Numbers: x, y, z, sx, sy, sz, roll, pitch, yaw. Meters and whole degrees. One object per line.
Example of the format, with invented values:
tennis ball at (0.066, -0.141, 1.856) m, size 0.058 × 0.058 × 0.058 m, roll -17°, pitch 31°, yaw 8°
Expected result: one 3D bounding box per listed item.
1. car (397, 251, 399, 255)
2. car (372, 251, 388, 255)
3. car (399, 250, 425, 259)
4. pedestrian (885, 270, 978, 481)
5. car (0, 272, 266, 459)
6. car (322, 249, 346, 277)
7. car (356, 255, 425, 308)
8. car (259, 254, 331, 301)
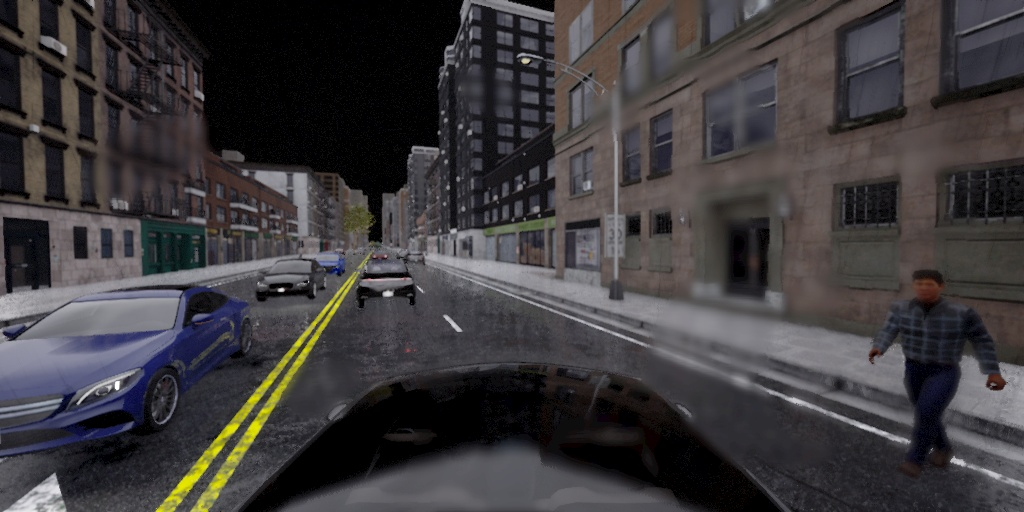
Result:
car at (-14.487, -0.162, 48.514) m, size 1.994 × 1.385 × 4.181 m, roll -1°, pitch 2°, yaw -20°
car at (-16.317, 0.023, 44.327) m, size 1.895 × 1.301 × 4.718 m, roll -1°, pitch 2°, yaw -21°
car at (-9.959, 0.151, 36.471) m, size 2.128 × 1.511 × 4.902 m, roll -1°, pitch 2°, yaw -20°
pedestrian at (3.629, 0.984, 3.123) m, size 0.375 × 1.860 × 0.375 m, roll 0°, pitch 1°, yaw -21°
car at (-5.274, 1.190, 5.106) m, size 1.812 × 1.442 × 4.674 m, roll -1°, pitch 2°, yaw -22°
car at (-12.594, 0.538, 24.630) m, size 1.882 × 1.535 × 5.008 m, roll -1°, pitch 2°, yaw -21°
car at (-4.688, 0.887, 13.345) m, size 2.128 × 1.511 × 4.902 m, roll -1°, pitch 2°, yaw -21°
car at (-8.911, 0.871, 14.787) m, size 1.837 × 1.490 × 4.892 m, roll -1°, pitch 2°, yaw -21°
